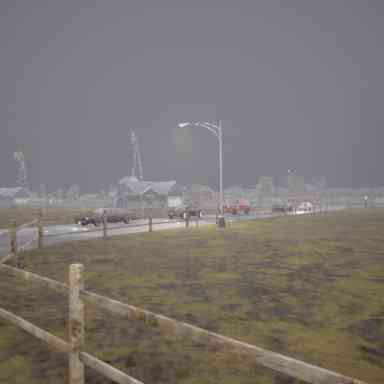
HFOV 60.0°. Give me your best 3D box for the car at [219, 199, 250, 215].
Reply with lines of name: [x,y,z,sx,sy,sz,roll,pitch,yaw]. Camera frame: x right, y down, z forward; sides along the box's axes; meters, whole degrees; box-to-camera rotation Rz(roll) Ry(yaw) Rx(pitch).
car: [5.607,1.912,43.363,2.150,2.045,5.566,-2,-2,36]

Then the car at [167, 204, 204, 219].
car: [-0.590,2.013,34.705,1.837,1.490,4.892,-2,-2,36]

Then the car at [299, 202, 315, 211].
car: [19.450,2.455,56.335,1.812,1.442,4.674,-2,-2,36]

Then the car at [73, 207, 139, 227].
car: [-6.617,1.884,26.289,2.033,1.411,5.357,-2,-2,36]

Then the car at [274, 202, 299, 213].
car: [13.267,2.239,47.704,1.837,1.490,4.892,-2,-2,35]
